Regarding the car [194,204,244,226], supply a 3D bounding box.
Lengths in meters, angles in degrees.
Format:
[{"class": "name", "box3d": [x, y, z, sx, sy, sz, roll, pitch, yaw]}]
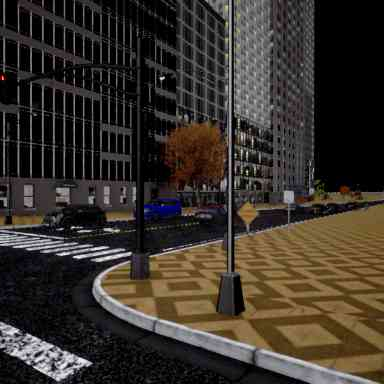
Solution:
[{"class": "car", "box3d": [2.179, 2.015, 28.169, 2.033, 1.411, 5.357, 0, -1, 33]}]

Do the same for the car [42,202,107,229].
[{"class": "car", "box3d": [-8.428, 1.648, 24.099, 2.097, 1.767, 4.553, 0, -1, 33]}]

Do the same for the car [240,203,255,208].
[{"class": "car", "box3d": [7.589, 2.371, 48.861, 2.033, 1.411, 5.357, 0, -1, 33]}]

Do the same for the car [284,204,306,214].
[{"class": "car", "box3d": [14.881, 2.435, 47.963, 2.033, 1.411, 5.357, 0, -1, 33]}]

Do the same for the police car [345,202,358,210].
[{"class": "police car", "box3d": [31.544, 2.738, 65.819, 1.930, 1.638, 5.238, 0, -1, 33]}]

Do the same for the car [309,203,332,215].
[{"class": "car", "box3d": [17.724, 2.398, 46.298, 1.837, 1.490, 4.892, 0, -1, 33]}]

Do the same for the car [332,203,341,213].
[{"class": "car", "box3d": [23.125, 2.574, 54.687, 1.837, 1.490, 4.892, 0, -1, 33]}]

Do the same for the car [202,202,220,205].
[{"class": "car", "box3d": [2.089, 1.995, 40.403, 2.097, 1.767, 4.553, 0, -1, 33]}]

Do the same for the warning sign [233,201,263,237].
[{"class": "warning sign", "box3d": [3.127, 1.454, 18.553, 1.300, 1.860, 1.060, 1, 1, 33]}]

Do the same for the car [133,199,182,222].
[{"class": "car", "box3d": [-3.210, 1.689, 32.191, 2.150, 2.045, 5.566, 0, -1, 33]}]
